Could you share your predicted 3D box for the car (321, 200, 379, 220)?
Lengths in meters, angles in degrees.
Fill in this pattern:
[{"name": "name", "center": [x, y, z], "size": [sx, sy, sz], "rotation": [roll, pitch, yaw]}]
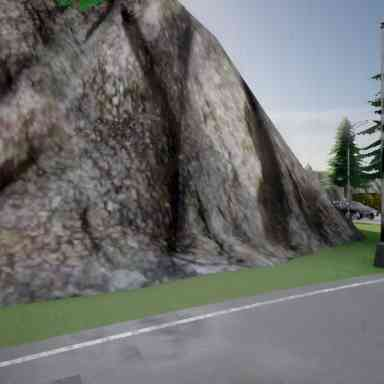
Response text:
[{"name": "car", "center": [13.420, 1.492, 28.473], "size": [2.128, 1.511, 4.902], "rotation": [0, 0, -25]}]
